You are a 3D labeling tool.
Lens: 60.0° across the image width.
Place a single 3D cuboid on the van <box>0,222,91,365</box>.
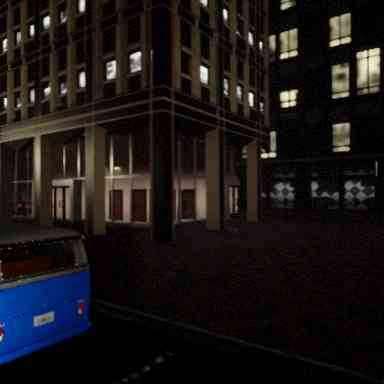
[{"bbox_3d":[-3.375,1.380,5.280,3.998,1.788,1.690,0,0,35],"label":"van"}]
